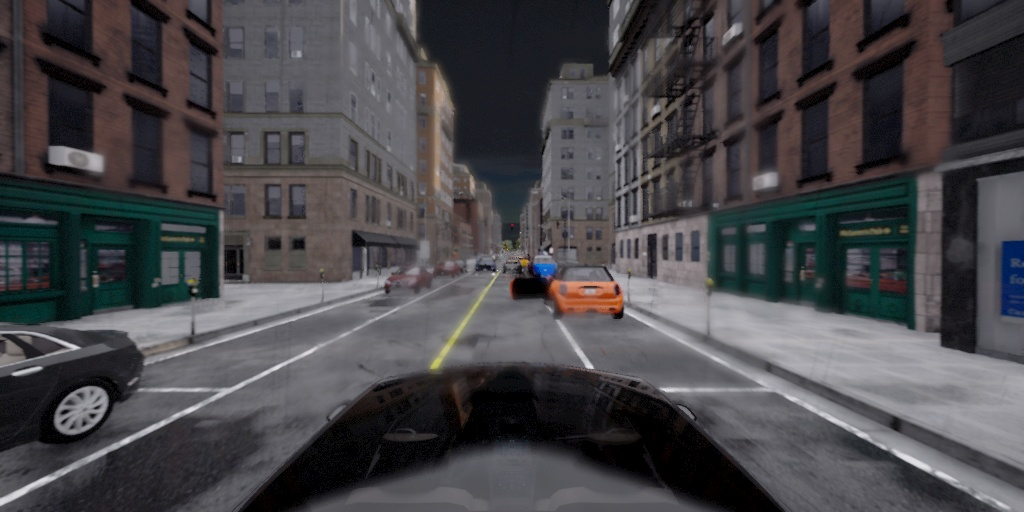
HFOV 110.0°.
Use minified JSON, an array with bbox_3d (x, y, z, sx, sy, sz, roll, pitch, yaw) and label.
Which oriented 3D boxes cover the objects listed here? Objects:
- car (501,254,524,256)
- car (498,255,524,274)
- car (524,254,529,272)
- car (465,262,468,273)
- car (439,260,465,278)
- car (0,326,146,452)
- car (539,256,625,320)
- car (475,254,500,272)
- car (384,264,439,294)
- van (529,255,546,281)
[{"bbox_3d":[1.423,0.841,49.574,5.008,1.535,1.882,0,1,30],"label":"car"},{"bbox_3d":[0.045,0.974,36.188,2.128,1.511,4.902,0,0,0],"label":"car"},{"bbox_3d":[2.637,0.802,35.655,2.192,1.841,5.009,0,0,0],"label":"car"},{"bbox_3d":[-5.389,1.052,35.654,1.948,1.339,4.313,0,0,0],"label":"car"},{"bbox_3d":[-5.388,1.075,30.143,1.888,1.381,4.507,0,0,0],"label":"car"},{"bbox_3d":[-5.388,1.293,2.588,2.007,1.370,4.403,0,0,0],"label":"car"},{"bbox_3d":[2.264,1.020,12.434,2.097,1.767,4.553,0,0,0],"label":"car"},{"bbox_3d":[-2.759,0.811,38.941,2.097,1.767,4.553,0,1,0],"label":"car"},{"bbox_3d":[-5.388,1.198,19.121,1.802,1.307,4.207,0,0,0],"label":"car"},{"bbox_3d":[2.637,0.871,30.143,1.690,1.789,3.998,0,0,0],"label":"van"}]
